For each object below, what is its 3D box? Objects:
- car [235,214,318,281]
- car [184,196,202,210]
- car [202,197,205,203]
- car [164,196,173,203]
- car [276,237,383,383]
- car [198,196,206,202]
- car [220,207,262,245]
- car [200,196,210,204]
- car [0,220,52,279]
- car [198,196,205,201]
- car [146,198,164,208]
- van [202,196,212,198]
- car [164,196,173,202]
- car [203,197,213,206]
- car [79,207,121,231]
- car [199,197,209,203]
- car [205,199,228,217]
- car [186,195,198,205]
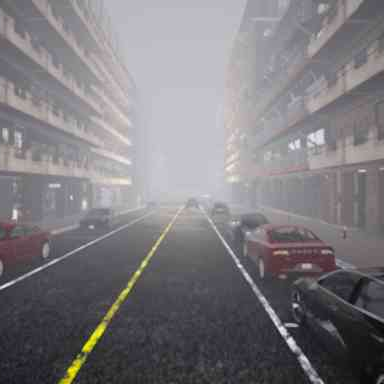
[{"bbox_3d":[2.629,1.574,9.878,1.887,1.381,4.507,-1,0,0],"label":"car"},{"bbox_3d":[0.030,1.628,45.722,1.837,1.490,4.892,0,0,0],"label":"car"},{"bbox_3d":[2.611,1.701,43.865,1.802,1.307,4.206,-1,0,0],"label":"car"},{"bbox_3d":[-5.821,1.709,77.614,1.752,1.417,4.829,-1,0,0],"label":"car"},{"bbox_3d":[2.638,1.579,4.213,1.947,1.339,4.313,-1,0,0],"label":"car"},{"bbox_3d":[2.551,1.738,83.517,1.887,1.381,4.507,-1,0,0],"label":"car"},{"bbox_3d":[2.626,1.611,15.542,1.947,1.339,4.313,-1,0,0],"label":"car"},{"bbox_3d":[2.575,1.604,66.524,1.967,1.590,4.097,-1,0,0],"label":"car"},{"bbox_3d":[-5.718,1.574,9.806,1.887,1.381,4.507,-1,0,0],"label":"car"},{"bbox_3d":[2.542,1.747,89.182,1.887,1.381,4.507,-1,0,0],"label":"car"},{"bbox_3d":[-5.778,1.682,49.461,2.008,1.369,4.403,-1,0,0],"label":"car"},{"bbox_3d":[2.590,1.485,55.194,1.690,1.788,3.998,-1,0,0],"label":"van"},{"bbox_3d":[-5.829,1.759,83.451,1.947,1.339,4.313,-1,0,0],"label":"car"},{"bbox_3d":[2.619,1.656,38.201,2.008,1.369,4.403,-1,0,0],"label":"car"},{"bbox_3d":[-5.735,1.627,21.136,1.947,1.339,4.313,-1,0,0],"label":"car"},{"bbox_3d":[2.569,1.756,72.188,1.802,1.307,4.206,-1,0,0],"label":"car"},{"bbox_3d":[2.630,1.657,32.535,1.947,1.339,4.313,-1,0,0],"label":"car"},{"bbox_3d":[0.002,1.513,64.672,2.097,1.767,4.553,0,0,0],"label":"car"}]
